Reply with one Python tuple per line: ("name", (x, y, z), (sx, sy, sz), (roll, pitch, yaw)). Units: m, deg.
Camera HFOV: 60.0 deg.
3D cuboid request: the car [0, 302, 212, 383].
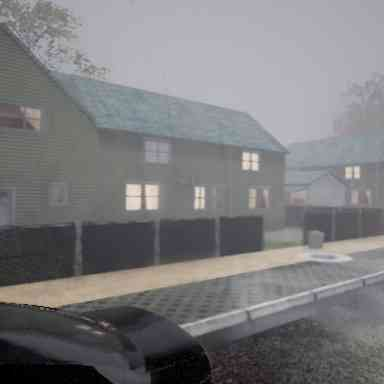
("car", (-2.132, 1.470, 1.523), (5.008, 1.535, 1.882), (1, 0, -36))
